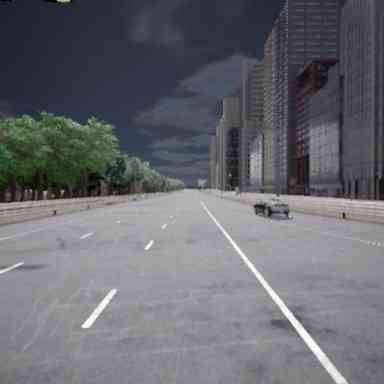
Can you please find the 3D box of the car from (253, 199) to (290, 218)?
[{"bbox_3d":[6.821,1.380,29.109,2.128,1.511,4.902,0,0,-9],"label":"car"}]
